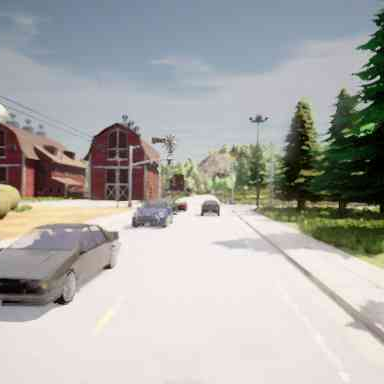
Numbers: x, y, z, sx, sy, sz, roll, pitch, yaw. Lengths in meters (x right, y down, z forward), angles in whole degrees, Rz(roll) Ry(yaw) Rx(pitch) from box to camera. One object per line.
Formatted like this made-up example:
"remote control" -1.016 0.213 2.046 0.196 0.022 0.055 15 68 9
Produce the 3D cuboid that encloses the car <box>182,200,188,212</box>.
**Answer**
"car" -1.476 1.579 38.405 1.895 1.301 4.718 1 0 3

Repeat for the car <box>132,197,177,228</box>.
"car" -2.471 1.318 21.665 2.097 1.767 4.553 1 0 4

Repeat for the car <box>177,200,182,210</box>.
"car" -2.128 1.149 26.370 1.812 1.442 4.674 1 0 3

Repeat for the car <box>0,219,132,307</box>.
"car" -3.220 1.505 8.316 2.033 1.411 5.357 1 0 3

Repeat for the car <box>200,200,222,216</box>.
"car" 1.822 1.527 32.763 1.837 1.490 4.892 1 0 3
